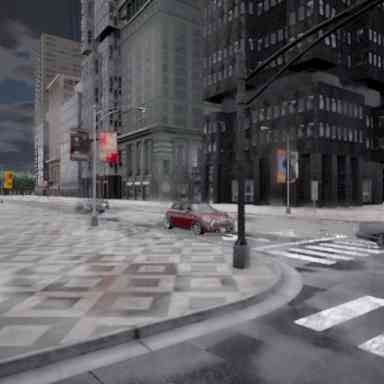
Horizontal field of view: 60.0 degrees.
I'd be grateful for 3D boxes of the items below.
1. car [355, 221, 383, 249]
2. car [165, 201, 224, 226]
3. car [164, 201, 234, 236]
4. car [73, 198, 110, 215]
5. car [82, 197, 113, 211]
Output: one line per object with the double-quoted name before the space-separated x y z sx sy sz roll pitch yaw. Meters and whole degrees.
"car" 8.931 1.542 12.172 2.033 1.411 5.357 0 0 -35
"car" 0.063 1.490 24.670 1.837 1.490 4.892 0 0 -35
"car" 0.295 1.347 18.726 2.097 1.767 4.553 0 0 -35
"car" -10.679 1.537 34.201 2.033 1.411 5.357 0 0 -35
"car" -11.857 1.476 41.520 2.128 1.511 4.902 0 0 -35
